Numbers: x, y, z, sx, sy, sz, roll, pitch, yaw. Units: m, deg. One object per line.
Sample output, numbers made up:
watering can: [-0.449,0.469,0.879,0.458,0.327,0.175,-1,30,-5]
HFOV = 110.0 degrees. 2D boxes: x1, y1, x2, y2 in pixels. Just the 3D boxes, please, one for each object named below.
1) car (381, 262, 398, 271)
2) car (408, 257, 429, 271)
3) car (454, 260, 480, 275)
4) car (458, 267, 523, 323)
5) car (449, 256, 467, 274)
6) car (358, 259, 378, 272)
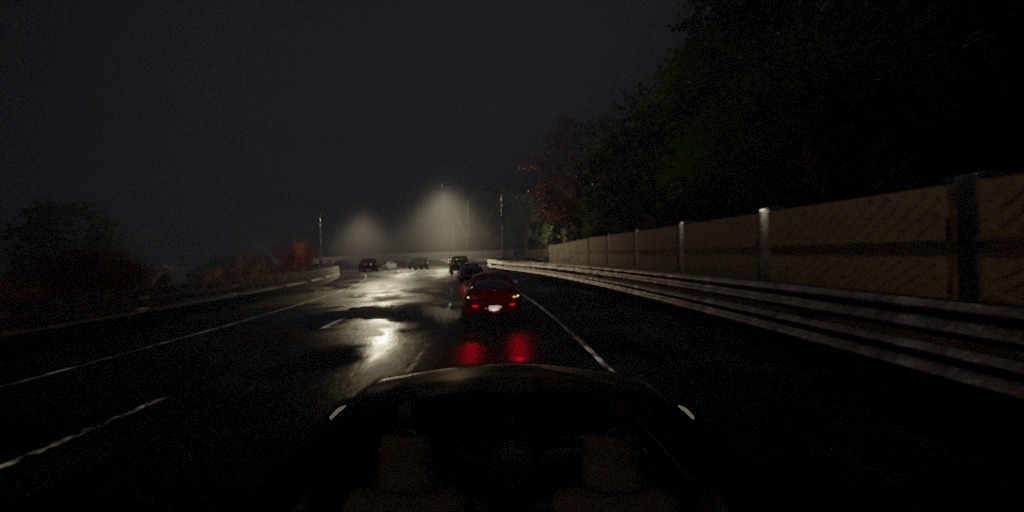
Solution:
car: [-20.265,1.677,59.379,1.812,1.442,4.674,-2,0,-32]
car: [-15.122,1.228,57.653,2.150,2.045,5.566,-2,0,-30]
car: [-3.256,1.294,28.103,1.812,1.442,4.674,-2,0,-12]
car: [-0.721,1.278,12.278,1.812,1.442,4.674,-2,0,-6]
car: [-6.211,1.024,42.162,2.150,2.045,5.566,-2,0,-10]
car: [-23.030,1.462,57.286,2.150,2.045,5.566,-2,0,-32]
